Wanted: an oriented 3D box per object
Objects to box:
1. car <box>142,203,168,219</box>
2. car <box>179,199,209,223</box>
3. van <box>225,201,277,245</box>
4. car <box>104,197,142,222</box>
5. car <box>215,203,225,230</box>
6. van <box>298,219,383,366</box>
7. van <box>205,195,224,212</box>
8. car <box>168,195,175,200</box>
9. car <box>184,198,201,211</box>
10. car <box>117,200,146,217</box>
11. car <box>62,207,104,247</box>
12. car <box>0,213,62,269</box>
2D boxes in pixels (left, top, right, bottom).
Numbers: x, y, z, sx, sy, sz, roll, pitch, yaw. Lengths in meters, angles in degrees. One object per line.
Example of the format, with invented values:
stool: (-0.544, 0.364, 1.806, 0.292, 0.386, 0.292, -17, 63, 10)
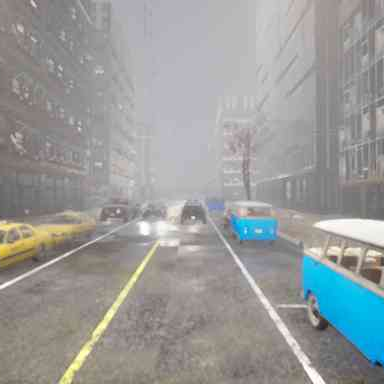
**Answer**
car: (-3.111, 1.605, 28.657, 1.895, 1.301, 4.718, 0, 0, 0)
car: (0.089, 1.509, 25.366, 1.837, 1.490, 4.892, 0, 0, 0)
van: (2.702, 1.344, 15.308, 1.690, 1.788, 3.998, 1, 0, 0)
car: (-5.682, 1.319, 26.302, 2.192, 1.841, 5.009, 1, 0, 0)
car: (2.695, 1.585, 20.815, 1.802, 1.307, 4.206, 1, 0, 0)
van: (2.707, 1.342, 4.292, 1.690, 1.788, 3.998, 1, 0, 0)
van: (2.691, 1.347, 37.339, 1.690, 1.788, 3.998, 1, 0, 0)
car: (-5.718, 1.600, 91.821, 1.802, 1.307, 4.206, 1, 0, 0)
car: (0.081, 1.554, 42.832, 2.033, 1.411, 5.357, 0, 0, 0)
car: (-5.689, 1.550, 31.813, 1.887, 1.381, 4.507, 1, 0, 0)
car: (-5.682, 1.528, 15.109, 1.752, 1.417, 4.829, 1, 0, 0)
car: (-5.679, 1.527, 9.599, 1.752, 1.417, 4.829, 1, 0, 0)
